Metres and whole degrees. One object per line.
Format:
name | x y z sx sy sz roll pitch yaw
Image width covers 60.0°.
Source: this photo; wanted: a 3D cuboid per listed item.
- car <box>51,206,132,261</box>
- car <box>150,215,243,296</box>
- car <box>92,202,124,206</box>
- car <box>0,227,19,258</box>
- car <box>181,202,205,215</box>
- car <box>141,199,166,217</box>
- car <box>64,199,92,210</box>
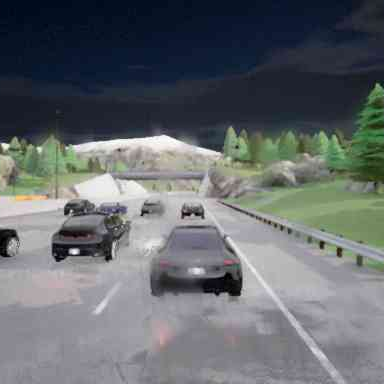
car | -3.415 1.462 12.077 1.837 1.490 4.892 0 0 0
car | 0.088 1.532 8.603 1.994 1.385 4.181 0 0 0
car | -6.940 1.496 29.253 1.895 1.301 4.718 0 0 0
car | -6.912 1.445 9.510 1.882 1.535 5.008 0 0 0
car | 0.061 1.497 28.197 1.895 1.301 4.718 0 0 0
car | -3.442 1.382 30.113 2.128 1.511 4.902 0 0 0
car | -10.444 1.394 31.227 1.837 1.490 4.892 0 0 0
